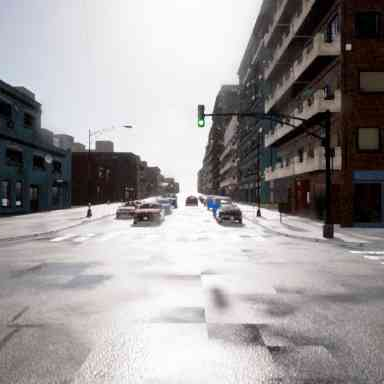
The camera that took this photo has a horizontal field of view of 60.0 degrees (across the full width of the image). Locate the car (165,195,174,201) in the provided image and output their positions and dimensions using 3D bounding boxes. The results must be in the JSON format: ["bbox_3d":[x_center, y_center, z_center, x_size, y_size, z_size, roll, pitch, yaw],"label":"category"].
[{"bbox_3d":[-5.709,1.503,85.974,1.947,1.339,4.313,1,0,0],"label":"car"}]

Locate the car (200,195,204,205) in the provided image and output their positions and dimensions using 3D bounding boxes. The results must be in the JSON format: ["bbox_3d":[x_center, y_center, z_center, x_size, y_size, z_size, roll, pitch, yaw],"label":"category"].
[{"bbox_3d":[2.683,1.506,52.703,1.752,1.417,4.829,1,0,0],"label":"car"}]

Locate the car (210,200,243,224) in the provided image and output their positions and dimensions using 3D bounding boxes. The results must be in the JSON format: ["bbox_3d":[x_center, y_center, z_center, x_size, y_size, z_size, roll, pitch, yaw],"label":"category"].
[{"bbox_3d":[2.692,1.548,24.630,2.008,1.369,4.403,1,0,0],"label":"car"}]

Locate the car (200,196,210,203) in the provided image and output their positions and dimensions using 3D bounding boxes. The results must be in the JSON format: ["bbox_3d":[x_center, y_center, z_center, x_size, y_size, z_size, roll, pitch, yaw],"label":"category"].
[{"bbox_3d":[2.677,1.528,69.276,1.947,1.339,4.313,1,0,0],"label":"car"}]

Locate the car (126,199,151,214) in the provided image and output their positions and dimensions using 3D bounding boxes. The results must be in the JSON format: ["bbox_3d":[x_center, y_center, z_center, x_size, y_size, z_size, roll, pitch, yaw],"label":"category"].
[{"bbox_3d":[-5.692,1.537,35.752,1.887,1.381,4.507,1,0,0],"label":"car"}]

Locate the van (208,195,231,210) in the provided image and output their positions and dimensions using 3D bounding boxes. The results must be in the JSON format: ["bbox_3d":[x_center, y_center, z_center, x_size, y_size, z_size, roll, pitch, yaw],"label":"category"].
[{"bbox_3d":[2.693,1.335,30.210,1.690,1.788,3.998,1,0,0],"label":"van"}]

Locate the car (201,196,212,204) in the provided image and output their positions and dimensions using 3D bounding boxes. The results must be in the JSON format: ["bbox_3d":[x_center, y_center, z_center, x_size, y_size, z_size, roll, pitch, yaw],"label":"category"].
[{"bbox_3d":[2.679,1.535,63.695,1.947,1.339,4.313,1,0,0],"label":"car"}]

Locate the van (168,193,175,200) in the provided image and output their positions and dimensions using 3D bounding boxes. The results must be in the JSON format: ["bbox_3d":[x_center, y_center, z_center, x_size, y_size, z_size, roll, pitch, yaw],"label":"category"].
[{"bbox_3d":[-5.707,1.269,91.554,1.690,1.788,3.998,1,0,0],"label":"van"}]

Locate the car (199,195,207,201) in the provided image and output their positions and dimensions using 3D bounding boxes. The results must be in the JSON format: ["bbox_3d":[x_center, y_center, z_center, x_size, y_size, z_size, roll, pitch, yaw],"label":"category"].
[{"bbox_3d":[2.674,1.490,80.438,1.887,1.381,4.507,1,0,0],"label":"car"}]

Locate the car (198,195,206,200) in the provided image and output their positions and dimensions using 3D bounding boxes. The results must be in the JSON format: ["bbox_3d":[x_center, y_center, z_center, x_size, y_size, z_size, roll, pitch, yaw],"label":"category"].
[{"bbox_3d":[2.670,1.479,91.599,2.008,1.369,4.403,1,0,0],"label":"car"}]

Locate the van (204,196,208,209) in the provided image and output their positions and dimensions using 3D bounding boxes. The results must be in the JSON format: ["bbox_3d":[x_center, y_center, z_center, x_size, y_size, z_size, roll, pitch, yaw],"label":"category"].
[{"bbox_3d":[2.690,1.330,41.372,1.690,1.788,3.998,1,0,0],"label":"van"}]

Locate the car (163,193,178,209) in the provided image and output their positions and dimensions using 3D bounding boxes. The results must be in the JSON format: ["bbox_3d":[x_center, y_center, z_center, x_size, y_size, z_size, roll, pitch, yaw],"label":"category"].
[{"bbox_3d":[-3.101,1.209,45.658,2.150,2.045,5.566,0,0,0],"label":"car"}]

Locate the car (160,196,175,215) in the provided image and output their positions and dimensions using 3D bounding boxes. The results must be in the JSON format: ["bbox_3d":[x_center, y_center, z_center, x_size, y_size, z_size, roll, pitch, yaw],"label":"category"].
[{"bbox_3d":[-3.099,1.470,34.595,1.882,1.535,5.008,0,0,0],"label":"car"}]

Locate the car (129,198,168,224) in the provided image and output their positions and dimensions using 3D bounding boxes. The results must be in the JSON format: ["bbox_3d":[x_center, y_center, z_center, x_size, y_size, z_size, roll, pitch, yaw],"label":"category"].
[{"bbox_3d":[-3.098,1.474,24.682,1.882,1.535,5.008,0,0,0],"label":"car"}]

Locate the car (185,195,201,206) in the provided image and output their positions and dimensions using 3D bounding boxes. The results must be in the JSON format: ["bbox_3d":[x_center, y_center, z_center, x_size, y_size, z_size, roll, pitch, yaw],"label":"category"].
[{"bbox_3d":[-0.020,1.331,54.500,2.097,1.767,4.553,0,0,0],"label":"car"}]

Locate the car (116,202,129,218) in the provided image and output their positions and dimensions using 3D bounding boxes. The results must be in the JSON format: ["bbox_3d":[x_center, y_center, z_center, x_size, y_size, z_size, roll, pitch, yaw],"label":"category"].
[{"bbox_3d":[-5.691,1.576,30.171,1.802,1.307,4.206,1,0,0],"label":"car"}]
